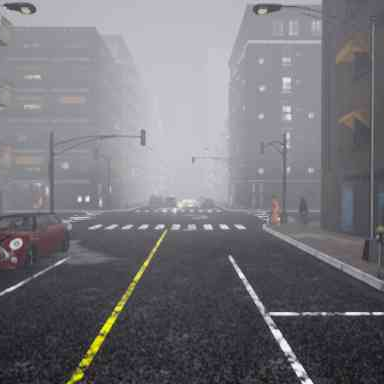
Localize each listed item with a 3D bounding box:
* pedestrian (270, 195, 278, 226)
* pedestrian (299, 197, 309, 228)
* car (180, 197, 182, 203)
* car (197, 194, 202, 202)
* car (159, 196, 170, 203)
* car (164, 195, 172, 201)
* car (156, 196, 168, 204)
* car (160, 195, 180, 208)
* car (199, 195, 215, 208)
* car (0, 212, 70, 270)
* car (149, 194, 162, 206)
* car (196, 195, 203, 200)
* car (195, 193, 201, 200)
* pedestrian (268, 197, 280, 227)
[{"bbox_3d":[5.058,1.127,20.449,0.375,1.860,0.375,-1,1,0],"label":"pedestrian"},{"bbox_3d":[6.452,1.124,19.257,0.375,1.860,0.375,-1,1,0],"label":"pedestrian"},{"bbox_3d":[-3.142,1.533,68.405,1.895,1.301,4.718,0,0,0],"label":"car"},{"bbox_3d":[2.256,1.500,52.692,2.008,1.369,4.403,-1,0,0],"label":"car"},{"bbox_3d":[-5.718,1.513,69.319,1.802,1.307,4.206,-1,0,0],"label":"car"},{"bbox_3d":[-5.781,1.500,80.392,1.802,1.307,4.206,-1,0,0],"label":"car"},{"bbox_3d":[-5.687,1.462,63.611,1.752,1.417,4.829,-1,0,0],"label":"car"},{"bbox_3d":[-3.108,1.459,47.466,1.837,1.490,4.892,0,0,0],"label":"car"},{"bbox_3d":[2.288,1.537,47.154,1.802,1.307,4.206,-1,0,0],"label":"car"},{"bbox_3d":[-5.517,1.430,10.729,1.967,1.590,4.097,-1,0,0],"label":"car"},{"bbox_3d":[-5.627,1.264,52.707,2.192,1.841,5.009,-1,0,0],"label":"car"},{"bbox_3d":[2.036,1.486,91.466,1.802,1.307,4.206,-1,0,0],"label":"car"},{"bbox_3d":[2.130,1.469,74.849,1.887,1.381,4.507,-1,0,0],"label":"car"},{"bbox_3d":[4.931,1.126,19.798,0.375,1.860,0.375,-1,1,0],"label":"pedestrian"}]
